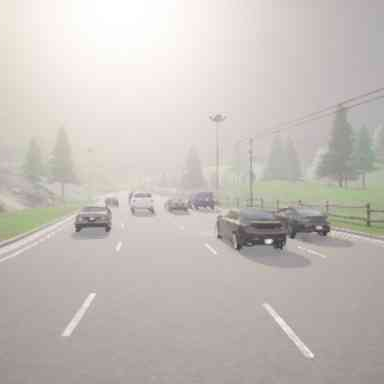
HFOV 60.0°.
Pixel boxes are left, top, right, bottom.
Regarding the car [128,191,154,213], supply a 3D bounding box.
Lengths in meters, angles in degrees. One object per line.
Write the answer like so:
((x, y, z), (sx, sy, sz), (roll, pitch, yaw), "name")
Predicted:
((-5.166, 1.009, 34.177), (2.150, 2.045, 5.566), (0, 0, -11), "car")

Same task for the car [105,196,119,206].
((-11.365, 1.237, 47.186), (1.812, 1.442, 4.674), (0, 0, -11), "car")

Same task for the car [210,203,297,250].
((2.281, 1.419, 13.896), (1.837, 1.490, 4.892), (1, 0, -9), "car")

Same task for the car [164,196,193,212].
((-1.710, 1.333, 34.748), (2.033, 1.411, 5.357), (0, 0, -11), "car")

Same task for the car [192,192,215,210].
((1.053, 0.980, 38.731), (2.150, 2.045, 5.566), (0, 0, -11), "car")

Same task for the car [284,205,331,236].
((5.298, 1.418, 17.192), (1.812, 1.442, 4.674), (0, 0, -10), "car")

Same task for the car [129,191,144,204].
((-8.953, 0.888, 52.929), (2.150, 2.045, 5.566), (0, -1, -11), "car")

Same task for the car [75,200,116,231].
((-5.711, 1.427, 19.597), (2.033, 1.411, 5.357), (0, 0, -12), "car")
